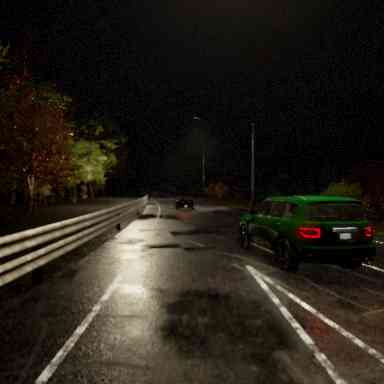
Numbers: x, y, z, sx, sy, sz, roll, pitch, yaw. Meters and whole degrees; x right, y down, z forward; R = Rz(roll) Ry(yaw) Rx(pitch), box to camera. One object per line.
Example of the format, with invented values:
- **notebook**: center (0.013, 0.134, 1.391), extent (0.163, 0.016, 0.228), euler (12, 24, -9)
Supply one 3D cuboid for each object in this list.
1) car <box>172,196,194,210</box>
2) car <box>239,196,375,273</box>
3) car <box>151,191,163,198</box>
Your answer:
- **car**: center (-1.010, 1.154, 36.284), extent (1.837, 1.490, 4.892), euler (0, 1, -9)
- **car**: center (3.255, 1.134, 10.666), extent (2.150, 2.045, 5.566), euler (0, 1, -10)
- **car**: center (-7.825, 0.661, 77.176), extent (1.837, 1.490, 4.892), euler (0, 1, -9)
